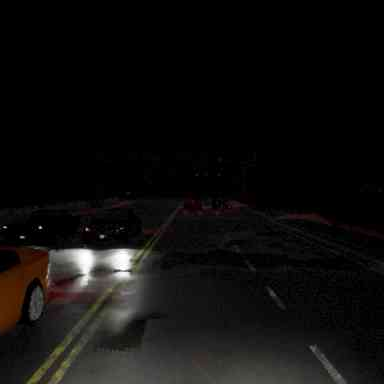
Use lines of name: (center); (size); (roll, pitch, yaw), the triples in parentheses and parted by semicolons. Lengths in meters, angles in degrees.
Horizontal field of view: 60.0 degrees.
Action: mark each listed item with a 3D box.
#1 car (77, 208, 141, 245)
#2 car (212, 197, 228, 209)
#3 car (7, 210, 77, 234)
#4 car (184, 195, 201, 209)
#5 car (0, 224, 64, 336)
car: (-3.518, 1.477, 15.415); (1.812, 1.442, 4.674); (0, 0, 0)
car: (3.606, 1.390, 42.768); (1.812, 1.442, 4.674); (0, 0, 0)
car: (-7.013, 1.550, 15.961); (1.895, 1.301, 4.718); (0, 0, 0)
car: (0.104, 1.218, 42.029); (2.097, 1.767, 4.553); (0, 0, 0)
car: (-3.579, 1.464, 4.209); (1.882, 1.535, 5.008); (0, 0, 0)
